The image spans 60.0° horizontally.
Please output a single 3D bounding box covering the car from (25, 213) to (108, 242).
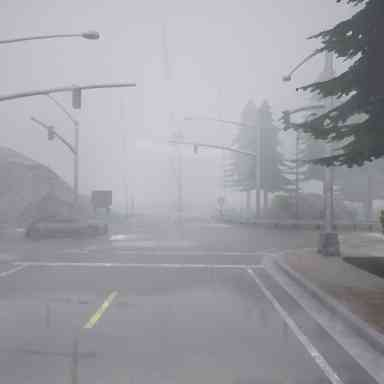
[{"bbox_3d":[-6.731,1.856,18.118,4.181,1.385,1.994,-1,0,-10],"label":"car"}]
